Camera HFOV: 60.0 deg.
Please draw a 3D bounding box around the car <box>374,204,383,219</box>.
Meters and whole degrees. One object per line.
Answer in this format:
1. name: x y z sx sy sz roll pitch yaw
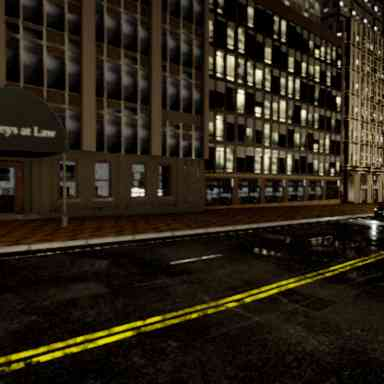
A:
1. car: 15.684 1.333 25.386 4.892 1.490 1.837 0 1 -39
